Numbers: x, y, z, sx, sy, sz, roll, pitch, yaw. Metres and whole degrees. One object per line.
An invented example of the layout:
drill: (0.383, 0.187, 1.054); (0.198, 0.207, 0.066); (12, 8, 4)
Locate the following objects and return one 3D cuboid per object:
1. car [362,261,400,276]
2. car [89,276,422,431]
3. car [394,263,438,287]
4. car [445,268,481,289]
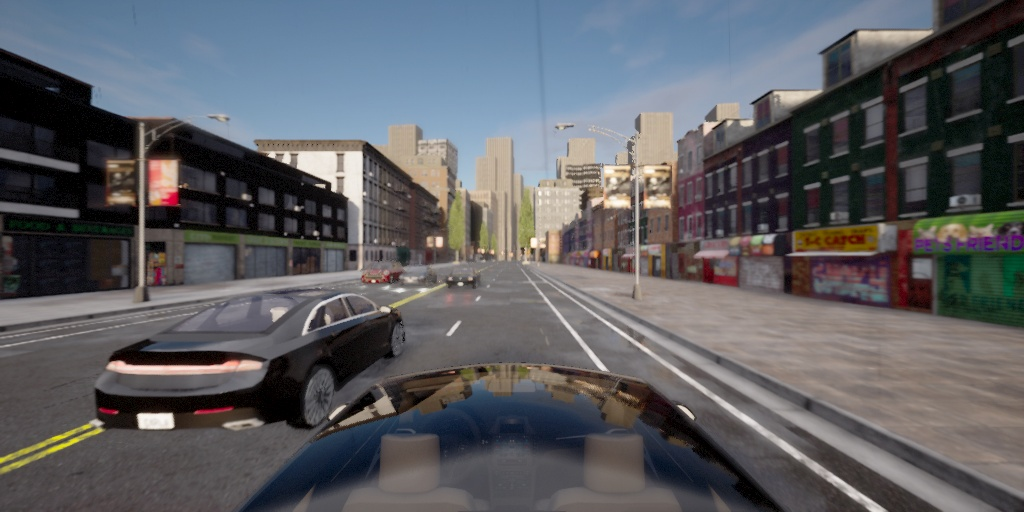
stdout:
car: (-9.788, 1.209, 27.617); (2.097, 1.767, 4.553); (0, 0, 0)
car: (-3.151, 1.257, 5.601); (2.128, 1.511, 4.902); (0, 0, 0)
car: (-6.555, 1.373, 25.509); (1.812, 1.442, 4.674); (0, -1, 0)
car: (-3.151, 1.442, 24.200); (1.895, 1.301, 4.718); (0, 0, 0)
